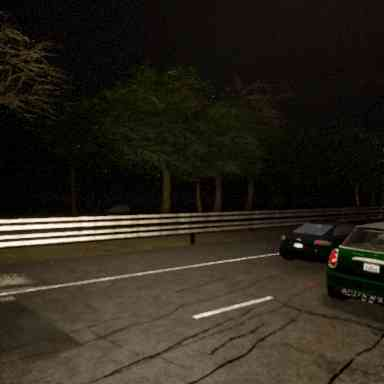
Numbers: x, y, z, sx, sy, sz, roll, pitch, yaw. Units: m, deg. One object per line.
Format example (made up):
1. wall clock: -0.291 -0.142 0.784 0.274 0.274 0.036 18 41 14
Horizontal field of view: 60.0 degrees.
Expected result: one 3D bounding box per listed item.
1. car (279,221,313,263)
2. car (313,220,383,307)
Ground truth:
1. car: 4.970 1.671 11.601 4.181 1.385 1.994 1 0 -36
2. car: 5.017 1.434 7.334 4.553 1.767 2.097 1 0 -36
